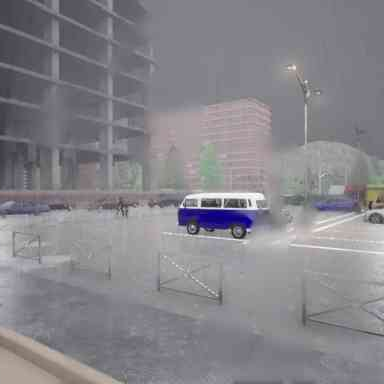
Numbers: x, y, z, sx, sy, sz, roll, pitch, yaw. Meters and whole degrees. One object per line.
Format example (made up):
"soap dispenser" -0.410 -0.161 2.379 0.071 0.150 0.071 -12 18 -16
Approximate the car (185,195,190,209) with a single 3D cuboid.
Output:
"car" -3.250 1.166 54.168 2.150 2.045 5.566 0 0 35

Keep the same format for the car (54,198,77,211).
"car" -15.297 1.436 37.159 2.128 1.511 4.902 0 0 35

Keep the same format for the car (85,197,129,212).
"car" -10.015 1.449 38.577 1.837 1.490 4.892 0 0 35

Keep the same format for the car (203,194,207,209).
"car" 4.216 1.449 52.348 1.837 1.490 4.892 0 0 35

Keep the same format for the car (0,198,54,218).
"car" -15.837 1.492 30.320 2.033 1.411 5.357 0 0 35

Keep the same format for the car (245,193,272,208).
"car" 11.046 1.436 56.138 2.128 1.511 4.902 0 0 35

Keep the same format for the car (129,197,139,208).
"car" -9.376 1.436 45.547 2.128 1.511 4.902 0 0 35

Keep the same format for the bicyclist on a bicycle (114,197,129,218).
"bicyclist on a bicycle" -5.482 1.248 25.945 1.656 1.620 0.582 0 0 35

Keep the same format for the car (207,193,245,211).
"car" 4.944 1.166 47.411 2.150 2.045 5.566 0 0 36

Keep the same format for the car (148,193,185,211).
"car" -3.841 1.166 47.305 2.150 2.045 5.566 0 0 35

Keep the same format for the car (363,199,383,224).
"car" 13.270 1.395 21.463 3.806 1.475 1.970 0 0 36

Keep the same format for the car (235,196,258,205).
"car" 10.018 1.436 60.591 2.128 1.511 4.902 0 0 35
